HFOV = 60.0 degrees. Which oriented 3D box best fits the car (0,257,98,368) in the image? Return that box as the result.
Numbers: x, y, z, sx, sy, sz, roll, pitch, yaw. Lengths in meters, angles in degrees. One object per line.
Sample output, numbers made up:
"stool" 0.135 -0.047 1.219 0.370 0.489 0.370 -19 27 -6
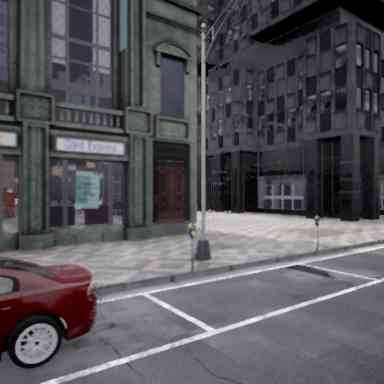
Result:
"car" -3.501 1.543 4.156 4.507 1.381 1.887 0 0 -35
